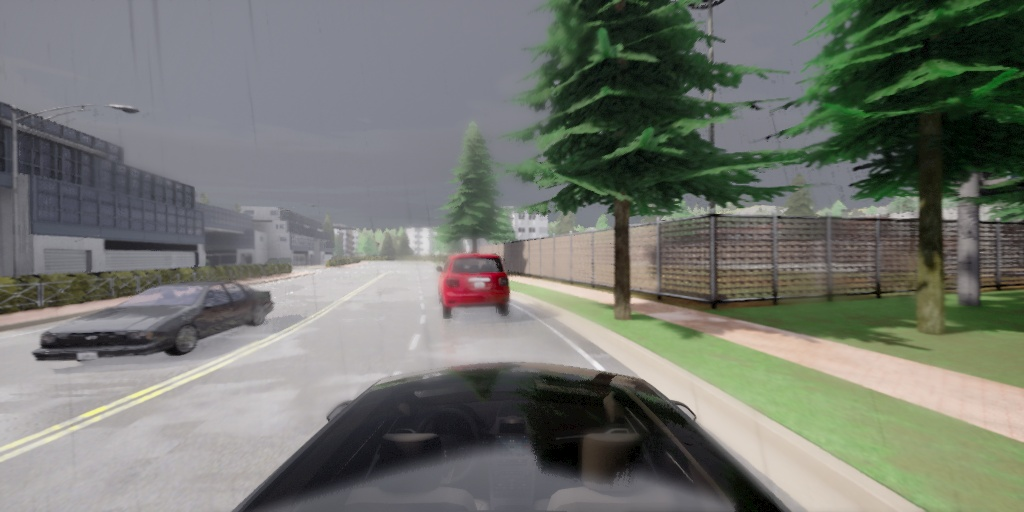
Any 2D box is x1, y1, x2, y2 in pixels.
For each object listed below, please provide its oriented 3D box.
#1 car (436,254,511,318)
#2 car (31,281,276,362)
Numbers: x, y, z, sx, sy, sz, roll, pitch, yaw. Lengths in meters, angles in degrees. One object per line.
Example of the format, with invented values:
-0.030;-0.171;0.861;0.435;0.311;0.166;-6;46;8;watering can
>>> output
-1.547;0.955;13.266;2.150;2.045;5.566;-1;0;-13;car
-7.906;1.354;8.865;2.033;1.411;5.357;-1;0;-11;car
